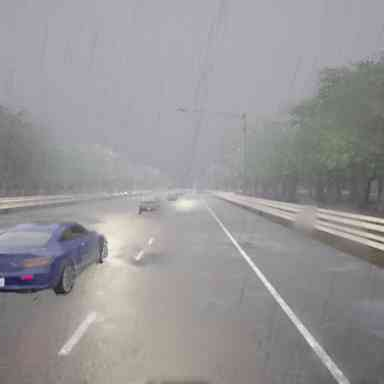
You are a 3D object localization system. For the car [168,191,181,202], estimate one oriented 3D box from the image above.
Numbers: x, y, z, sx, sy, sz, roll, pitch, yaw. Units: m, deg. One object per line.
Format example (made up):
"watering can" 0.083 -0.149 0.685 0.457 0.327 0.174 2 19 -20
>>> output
"car" -3.341 0.850 56.093 2.033 1.411 5.357 0 1 0

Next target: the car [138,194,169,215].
"car" -3.441 1.132 28.938 2.128 1.511 4.902 0 1 0

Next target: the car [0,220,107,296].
"car" -3.492 1.422 8.264 1.812 1.442 4.674 0 1 0

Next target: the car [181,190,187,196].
"car" -3.216 0.441 92.605 1.895 1.301 4.718 0 1 0
